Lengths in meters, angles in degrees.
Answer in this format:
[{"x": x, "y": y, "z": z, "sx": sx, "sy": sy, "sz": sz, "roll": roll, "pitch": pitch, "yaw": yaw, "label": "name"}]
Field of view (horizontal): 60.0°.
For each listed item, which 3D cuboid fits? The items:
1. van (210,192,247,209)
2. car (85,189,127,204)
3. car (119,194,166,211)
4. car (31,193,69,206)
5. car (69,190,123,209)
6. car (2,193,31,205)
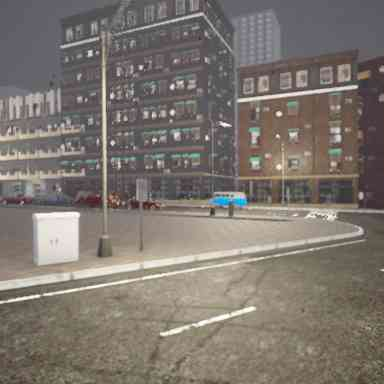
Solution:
[{"x": 4.138, "y": 0.915, "z": 37.157, "sx": 3.998, "sy": 1.788, "sz": 1.690, "roll": 1, "pitch": 0, "yaw": 24, "label": "van"}, {"x": -11.331, "y": 0.629, "z": 43.950, "sx": 5.009, "sy": 1.841, "sz": 2.192, "roll": 1, "pitch": 0, "yaw": 24, "label": "car"}, {"x": -4.486, "y": 1.128, "z": 31.788, "sx": 4.206, "sy": 1.307, "sz": 1.802, "roll": 1, "pitch": 0, "yaw": 24, "label": "car"}, {"x": -16.154, "y": 0.859, "z": 39.737, "sx": 5.357, "sy": 1.411, "sz": 2.033, "roll": 1, "pitch": 1, "yaw": 24, "label": "car"}, {"x": -9.638, "y": 0.774, "z": 34.054, "sx": 5.009, "sy": 1.841, "sz": 2.192, "roll": 1, "pitch": 0, "yaw": 24, "label": "car"}, {"x": -19.961, "y": 0.827, "z": 38.584, "sx": 4.507, "sy": 1.381, "sz": 1.887, "roll": 1, "pitch": 0, "yaw": 24, "label": "car"}]
